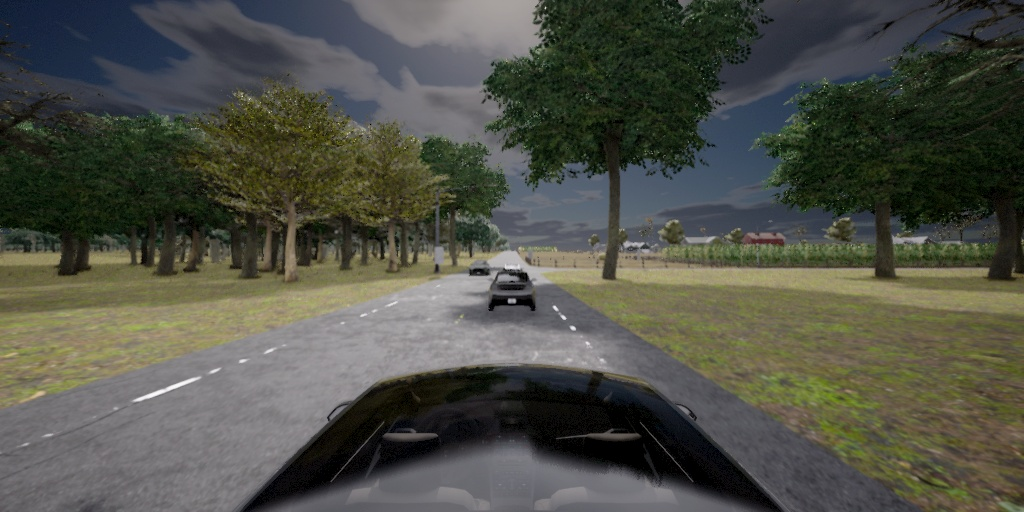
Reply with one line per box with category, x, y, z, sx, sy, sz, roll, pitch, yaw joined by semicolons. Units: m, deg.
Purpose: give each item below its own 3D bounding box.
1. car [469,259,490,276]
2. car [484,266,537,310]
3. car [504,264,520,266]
car;-3.526;1.217;39.814;2.097;1.767;4.553;0;0;1
car;0.022;1.365;15.344;1.837;1.490;4.892;0;0;1
car;0.022;1.385;30.338;2.128;1.511;4.902;0;0;1
